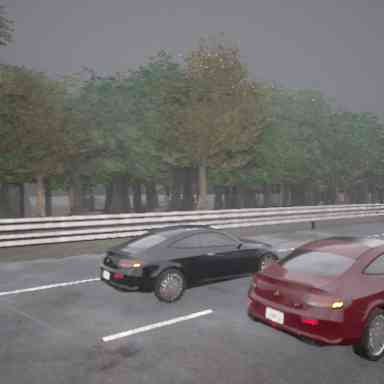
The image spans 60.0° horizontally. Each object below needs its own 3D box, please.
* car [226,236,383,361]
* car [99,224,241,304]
[{"bbox_3d":[3.005,1.525,5.894,4.674,1.442,1.812,0,0,-36],"label":"car"},{"bbox_3d":[0.123,1.525,8.136,4.674,1.442,1.812,0,0,-35],"label":"car"}]
